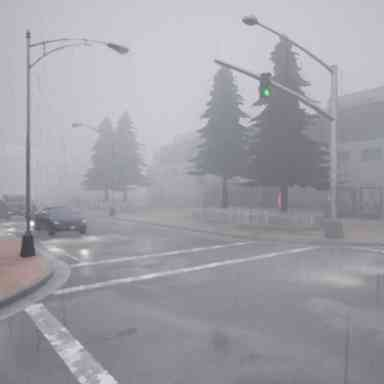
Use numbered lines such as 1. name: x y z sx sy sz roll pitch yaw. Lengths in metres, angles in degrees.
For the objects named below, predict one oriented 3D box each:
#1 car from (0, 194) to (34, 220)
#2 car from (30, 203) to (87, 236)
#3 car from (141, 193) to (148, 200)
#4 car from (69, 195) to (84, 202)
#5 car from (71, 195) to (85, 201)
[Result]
1. car: -15.400 1.238 29.172 2.150 2.045 5.566 0 0 -38
2. car: -7.505 1.543 18.786 1.812 1.442 4.674 0 0 -38
3. car: -9.967 1.134 81.752 1.932 1.855 4.605 0 0 -37
4. car: -24.959 1.397 70.770 1.845 1.501 3.633 0 0 -37
5. car: -26.997 1.408 78.503 1.970 1.475 3.806 0 0 -37
